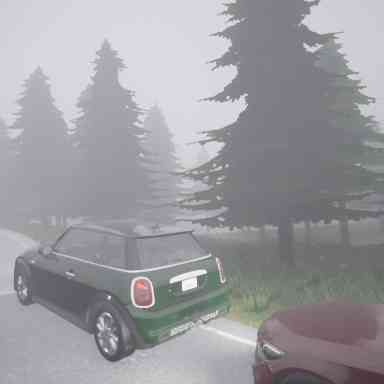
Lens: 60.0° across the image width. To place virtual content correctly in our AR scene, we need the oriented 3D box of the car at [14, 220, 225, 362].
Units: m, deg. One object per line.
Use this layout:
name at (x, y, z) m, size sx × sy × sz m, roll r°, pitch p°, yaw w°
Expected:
car at (-1.567, 1.309, 6.198) m, size 4.553 × 1.767 × 2.097 m, roll 1°, pitch 1°, yaw 44°

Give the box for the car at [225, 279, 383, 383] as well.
car at (2.768, 1.532, 2.584) m, size 4.674 × 1.442 × 1.812 m, roll 1°, pitch 0°, yaw 36°
